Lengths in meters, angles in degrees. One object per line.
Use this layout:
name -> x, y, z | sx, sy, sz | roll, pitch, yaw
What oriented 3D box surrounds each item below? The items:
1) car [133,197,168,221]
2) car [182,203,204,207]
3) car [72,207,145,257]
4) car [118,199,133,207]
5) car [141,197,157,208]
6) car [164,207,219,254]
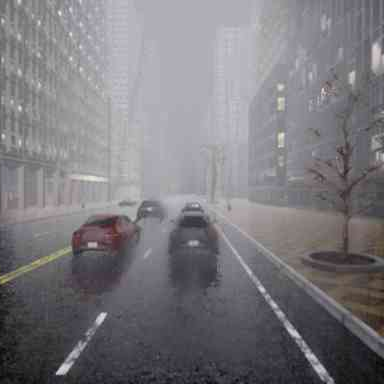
car -> -3.185, 1.388, 27.417 | 2.097, 1.767, 4.553 | 0, 0, 0
car -> 0.070, 1.602, 28.284 | 1.994, 1.385, 4.181 | 0, 0, 0
car -> -3.179, 1.541, 12.972 | 1.812, 1.442, 4.674 | 0, 0, 0
car -> -9.829, 1.687, 50.555 | 1.895, 1.301, 4.718 | 0, 0, 0
car -> -6.577, 1.596, 51.724 | 1.837, 1.490, 4.892 | 0, -1, 0
car -> 0.073, 1.541, 13.361 | 1.812, 1.442, 4.674 | 0, 0, 0
